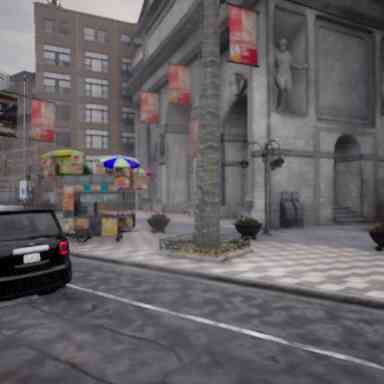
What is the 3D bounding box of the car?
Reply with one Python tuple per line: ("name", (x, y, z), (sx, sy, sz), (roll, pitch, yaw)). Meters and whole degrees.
("car", (-5.038, 1.289, 7.541), (5.566, 2.045, 2.150), (0, 0, 36))
